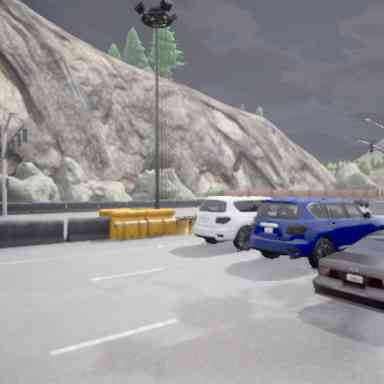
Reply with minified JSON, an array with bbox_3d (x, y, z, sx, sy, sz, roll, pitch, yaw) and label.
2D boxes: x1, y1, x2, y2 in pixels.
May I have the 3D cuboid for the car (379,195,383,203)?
[{"bbox_3d":[35.450,1.227,59.319,4.892,1.490,1.837,0,0,-36],"label":"car"}]

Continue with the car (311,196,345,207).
[{"bbox_3d":[19.702,1.365,48.142,5.357,1.411,2.033,0,0,-35],"label":"car"}]

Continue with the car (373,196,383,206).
[{"bbox_3d":[29.885,1.295,51.039,4.674,1.442,1.812,0,0,-36],"label":"car"}]

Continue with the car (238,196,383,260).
[{"bbox_3d":[4.407,1.197,11.202,5.566,2.045,2.150,0,0,-35],"label":"car"}]

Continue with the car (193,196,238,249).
[{"bbox_3d":[2.655,1.195,14.253,5.566,2.045,2.150,0,0,-35],"label":"car"}]

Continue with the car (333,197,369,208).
[{"bbox_3d":[21.718,1.364,45.299,5.357,1.411,2.033,0,0,-36],"label":"car"}]

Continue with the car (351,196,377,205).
[{"bbox_3d":[27.900,1.371,53.922,4.718,1.301,1.895,0,0,-36],"label":"car"}]

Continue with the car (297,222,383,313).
[{"bbox_3d":[4.867,1.533,7.233,5.357,1.411,2.033,0,0,-35],"label":"car"}]
